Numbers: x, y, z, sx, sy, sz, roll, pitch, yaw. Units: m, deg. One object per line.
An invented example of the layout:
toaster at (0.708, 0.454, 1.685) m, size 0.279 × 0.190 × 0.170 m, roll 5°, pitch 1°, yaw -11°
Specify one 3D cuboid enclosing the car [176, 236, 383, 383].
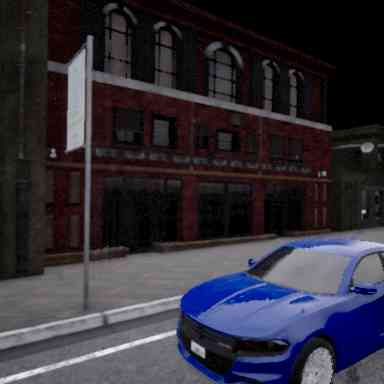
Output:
car at (2.097, 1.507, 5.195) m, size 5.008 × 1.535 × 1.882 m, roll 0°, pitch 0°, yaw -36°
